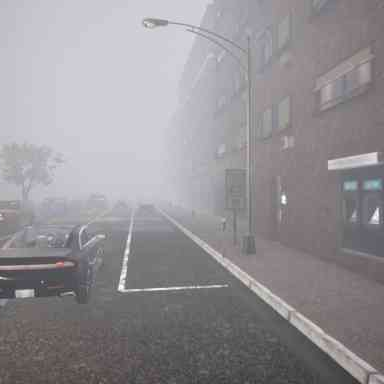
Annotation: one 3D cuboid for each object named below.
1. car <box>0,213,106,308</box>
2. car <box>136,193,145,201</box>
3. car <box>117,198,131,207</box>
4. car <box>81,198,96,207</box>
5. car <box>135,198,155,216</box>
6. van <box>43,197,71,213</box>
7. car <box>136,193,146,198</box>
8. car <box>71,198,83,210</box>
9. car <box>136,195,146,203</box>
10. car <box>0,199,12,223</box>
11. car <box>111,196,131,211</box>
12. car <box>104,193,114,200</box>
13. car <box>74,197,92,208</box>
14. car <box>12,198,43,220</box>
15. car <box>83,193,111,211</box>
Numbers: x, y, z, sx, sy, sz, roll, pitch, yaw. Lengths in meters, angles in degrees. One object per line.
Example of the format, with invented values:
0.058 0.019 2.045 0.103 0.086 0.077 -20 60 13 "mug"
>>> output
-3.210 1.495 7.989 2.128 1.511 4.902 0 0 -9 "car"
-12.898 1.276 82.617 2.192 1.841 5.009 1 0 -9 "car"
-10.370 1.599 51.143 1.895 1.301 4.718 0 0 -9 "car"
-16.528 1.581 53.371 1.802 1.307 4.206 1 0 -9 "car"
-4.555 1.556 32.487 2.008 1.369 4.403 0 0 -9 "car"
-12.817 1.353 31.091 1.690 1.788 3.998 0 0 -9 "van"
-10.118 1.422 65.909 1.967 1.590 4.097 0 0 -9 "car"
-14.673 1.590 42.231 1.802 1.307 4.206 0 0 -9 "car"
-11.045 1.416 71.478 1.967 1.590 4.097 1 0 -9 "car"
-10.035 1.325 14.382 2.192 1.841 5.009 0 0 -9 "car"
-8.687 1.530 41.280 1.812 1.442 4.674 0 0 -9 "car"
-23.016 1.264 92.359 2.192 1.841 5.009 1 0 -9 "car"
-15.573 1.529 47.633 1.752 1.417 4.829 0 0 -9 "car"
-10.963 1.327 19.952 2.192 1.841 5.009 0 0 -9 "car"
-11.946 1.227 42.188 2.150 2.045 5.566 0 0 -9 "car"
